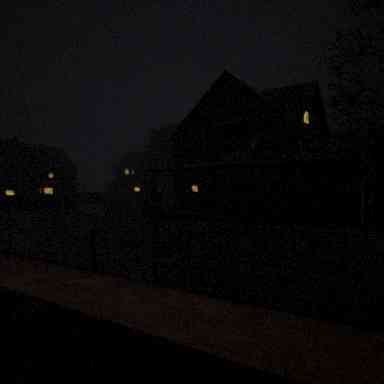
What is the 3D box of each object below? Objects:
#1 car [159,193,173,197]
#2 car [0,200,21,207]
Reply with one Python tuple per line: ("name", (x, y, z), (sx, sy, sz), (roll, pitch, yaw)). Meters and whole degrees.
("car", (-3.927, 0.869, 41.984), (2.033, 1.411, 5.357), (1, 2, 36))
("car", (-15.316, 1.330, 25.985), (2.033, 1.411, 5.357), (1, 2, 35))
